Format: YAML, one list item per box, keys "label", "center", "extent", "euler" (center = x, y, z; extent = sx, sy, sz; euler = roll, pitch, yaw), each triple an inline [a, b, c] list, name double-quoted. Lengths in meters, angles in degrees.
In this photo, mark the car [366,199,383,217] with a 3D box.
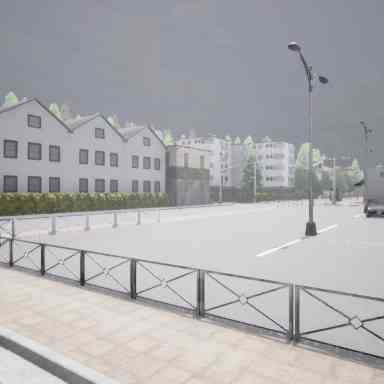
- label: "car"
  center: [15.349, 1.298, 26.857]
  extent: [2.007, 1.523, 4.514]
  euler: [0, 0, 35]
